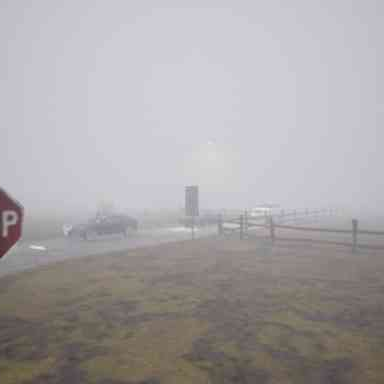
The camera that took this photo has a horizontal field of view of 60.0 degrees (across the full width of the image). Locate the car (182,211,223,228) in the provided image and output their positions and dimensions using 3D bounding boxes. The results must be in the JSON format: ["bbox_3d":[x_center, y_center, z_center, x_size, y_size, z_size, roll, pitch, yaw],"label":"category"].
[{"bbox_3d":[0.973,2.315,28.724,1.994,1.385,4.181,-2,-2,36],"label":"car"}]

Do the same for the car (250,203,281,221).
[{"bbox_3d":[9.062,2.316,40.111,2.150,2.045,5.566,-1,-3,35],"label":"car"}]

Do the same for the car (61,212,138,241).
[{"bbox_3d":[-5.353,1.988,19.842,2.128,1.511,4.902,-1,-2,35],"label":"car"}]
